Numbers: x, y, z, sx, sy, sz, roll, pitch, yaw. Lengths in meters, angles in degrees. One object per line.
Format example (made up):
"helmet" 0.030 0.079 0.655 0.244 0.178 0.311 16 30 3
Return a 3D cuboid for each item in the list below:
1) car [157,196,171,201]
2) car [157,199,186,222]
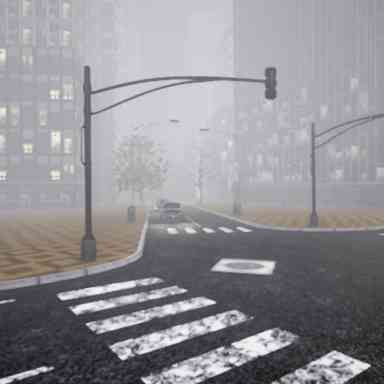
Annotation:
"car" -3.060 1.617 39.318 1.837 1.490 4.892 -1 0 -7
"car" -1.658 1.571 27.133 1.837 1.490 4.892 -1 0 -7
